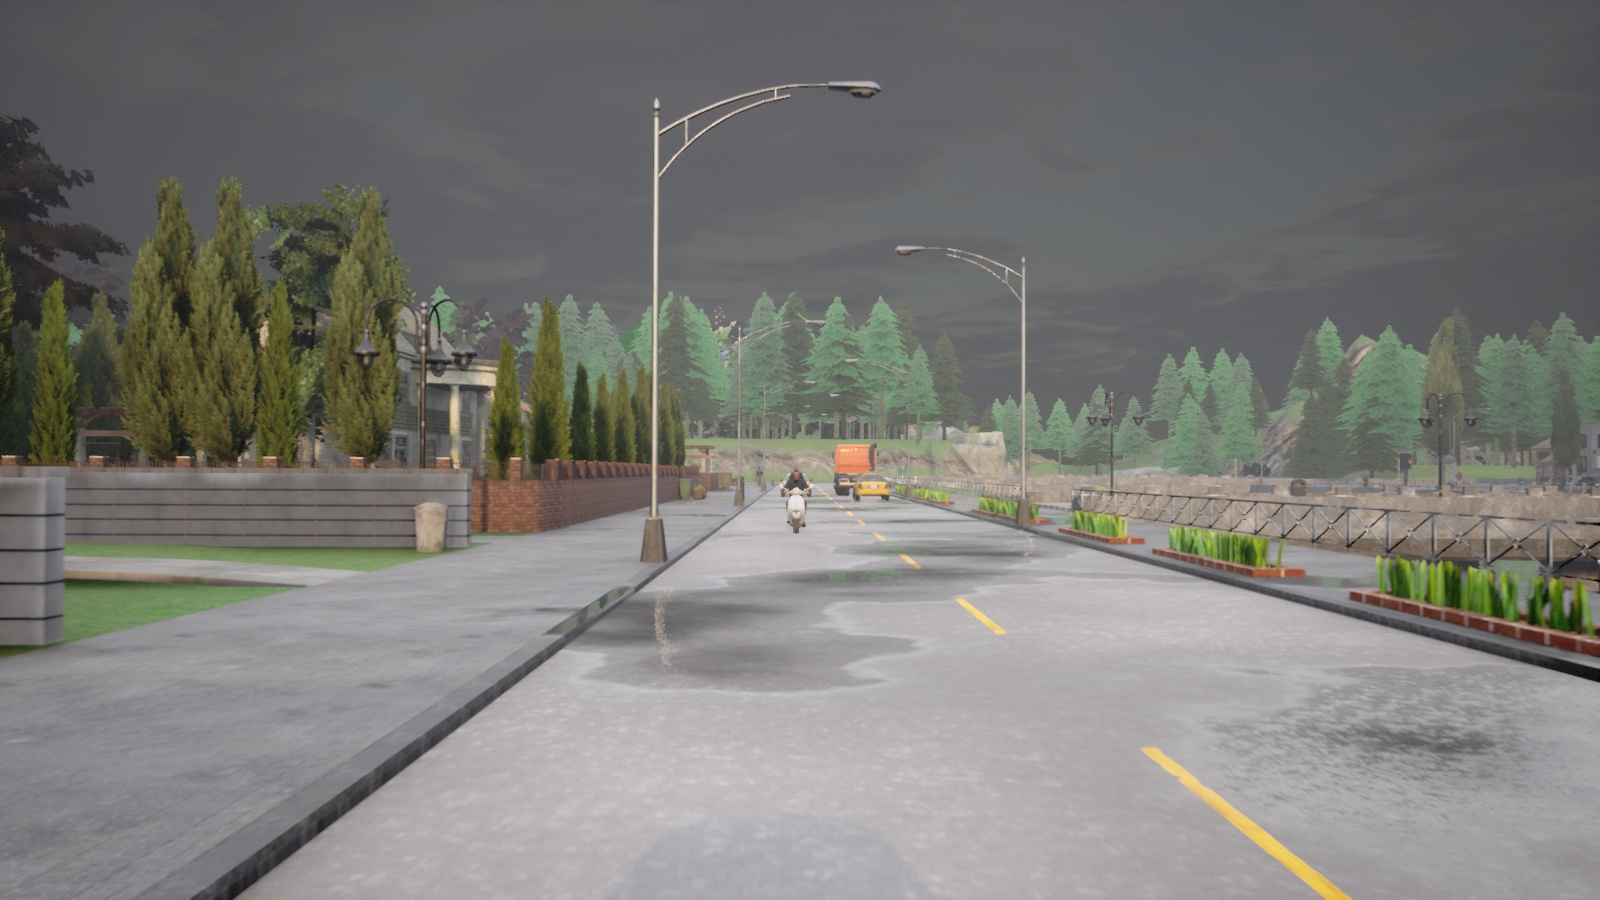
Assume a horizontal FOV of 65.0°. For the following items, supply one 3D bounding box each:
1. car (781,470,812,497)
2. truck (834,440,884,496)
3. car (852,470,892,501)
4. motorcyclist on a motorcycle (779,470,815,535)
[{"bbox_3d":[-0.200,2.028,76.076,1.801,1.575,5.366,0,-1,0],"label":"car"},{"bbox_3d":[3.780,1.203,82.775,2.891,3.462,7.936,0,-1,0],"label":"truck"},{"bbox_3d":[3.824,1.870,67.642,1.801,1.575,5.366,0,-1,0],"label":"car"},{"bbox_3d":[-0.081,1.299,31.678,0.866,1.590,1.817,0,-1,0],"label":"motorcyclist on a motorcycle"}]
